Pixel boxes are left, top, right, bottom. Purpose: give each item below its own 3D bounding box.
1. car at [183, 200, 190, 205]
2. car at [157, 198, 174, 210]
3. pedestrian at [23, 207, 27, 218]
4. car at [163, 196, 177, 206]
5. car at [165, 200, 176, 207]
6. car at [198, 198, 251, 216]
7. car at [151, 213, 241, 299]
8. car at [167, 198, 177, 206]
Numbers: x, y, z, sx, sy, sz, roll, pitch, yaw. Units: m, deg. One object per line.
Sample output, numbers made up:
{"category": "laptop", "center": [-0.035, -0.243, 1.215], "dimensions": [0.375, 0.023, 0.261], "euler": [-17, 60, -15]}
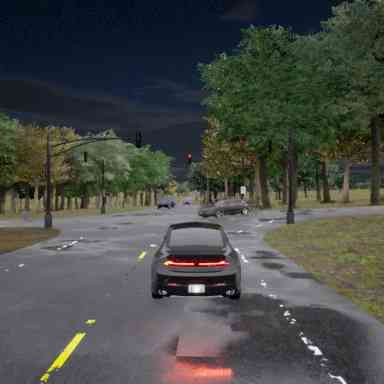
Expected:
{"category": "car", "center": [-1.516, 2.968, 91.158], "dimensions": [1.895, 1.301, 4.718], "euler": [0, -2, -1]}
{"category": "car", "center": [-4.181, 2.007, 50.209], "dimensions": [1.895, 1.301, 4.718], "euler": [0, -1, -1]}
{"category": "pedestrian", "center": [-18.098, 2.203, 36.061], "dimensions": [0.375, 1.300, 0.375], "euler": [0, 1, 2]}
{"category": "car", "center": [-4.382, 1.801, 60.075], "dimensions": [2.150, 2.045, 5.566], "euler": [0, -1, -2]}
{"category": "car", "center": [-4.543, 2.316, 70.342], "dimensions": [2.033, 1.411, 5.357], "euler": [0, -1, -1]}
{"category": "car", "center": [2.685, 1.322, 27.012], "dimensions": [4.892, 1.490, 1.837], "euler": [-2, -2, -35]}
{"category": "car", "center": [0.087, 1.508, 8.461], "dimensions": [1.837, 1.490, 4.892], "euler": [0, 0, 0]}
{"category": "car", "center": [-4.777, 2.392, 80.633], "dimensions": [2.097, 1.767, 4.553], "euler": [0, -2, -1]}
